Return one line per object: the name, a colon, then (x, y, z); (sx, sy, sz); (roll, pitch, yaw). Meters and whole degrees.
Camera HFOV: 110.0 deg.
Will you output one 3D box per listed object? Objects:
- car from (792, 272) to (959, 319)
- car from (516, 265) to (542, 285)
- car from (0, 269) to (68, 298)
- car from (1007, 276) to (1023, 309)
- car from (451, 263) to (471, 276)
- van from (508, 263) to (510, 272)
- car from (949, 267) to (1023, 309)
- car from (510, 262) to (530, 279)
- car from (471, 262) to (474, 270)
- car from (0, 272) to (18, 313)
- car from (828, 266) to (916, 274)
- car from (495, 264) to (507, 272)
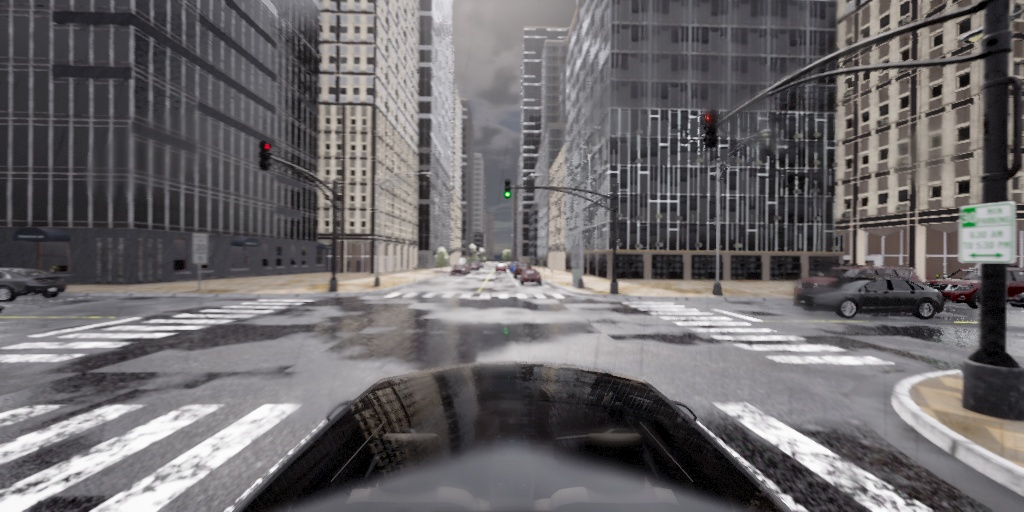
car: (13.732, 1.552, 13.972); (4.892, 1.490, 1.837); (1, 0, -1)
car: (1.551, 1.733, 30.335); (1.802, 1.307, 4.207); (0, 0, -2)
car: (-21.957, 1.188, 15.354); (4.403, 1.370, 2.007); (0, 0, -2)
car: (23.548, 1.705, 14.325); (5.357, 1.411, 2.033); (1, 0, -2)
car: (-6.826, 1.729, 46.622); (1.967, 1.591, 4.097); (0, 0, -2)
van: (0.693, 1.852, 57.943); (1.690, 1.789, 3.998); (0, 0, -2)
car: (22.356, 1.456, 16.879); (5.009, 1.841, 2.192); (0, 0, -2)
car: (1.215, 1.611, 41.379); (2.192, 1.841, 5.009); (0, 0, -2)
car: (-7.004, 1.943, 52.144); (1.802, 1.307, 4.207); (0, 0, -2)
car: (-17.958, 1.236, 9.941); (5.357, 1.411, 2.033); (1, 0, -2)
car: (16.028, 1.385, 16.661); (5.009, 1.841, 2.192); (0, 0, -2)
car: (-1.968, 2.132, 64.219); (1.994, 1.385, 4.181); (1, -1, -2)
